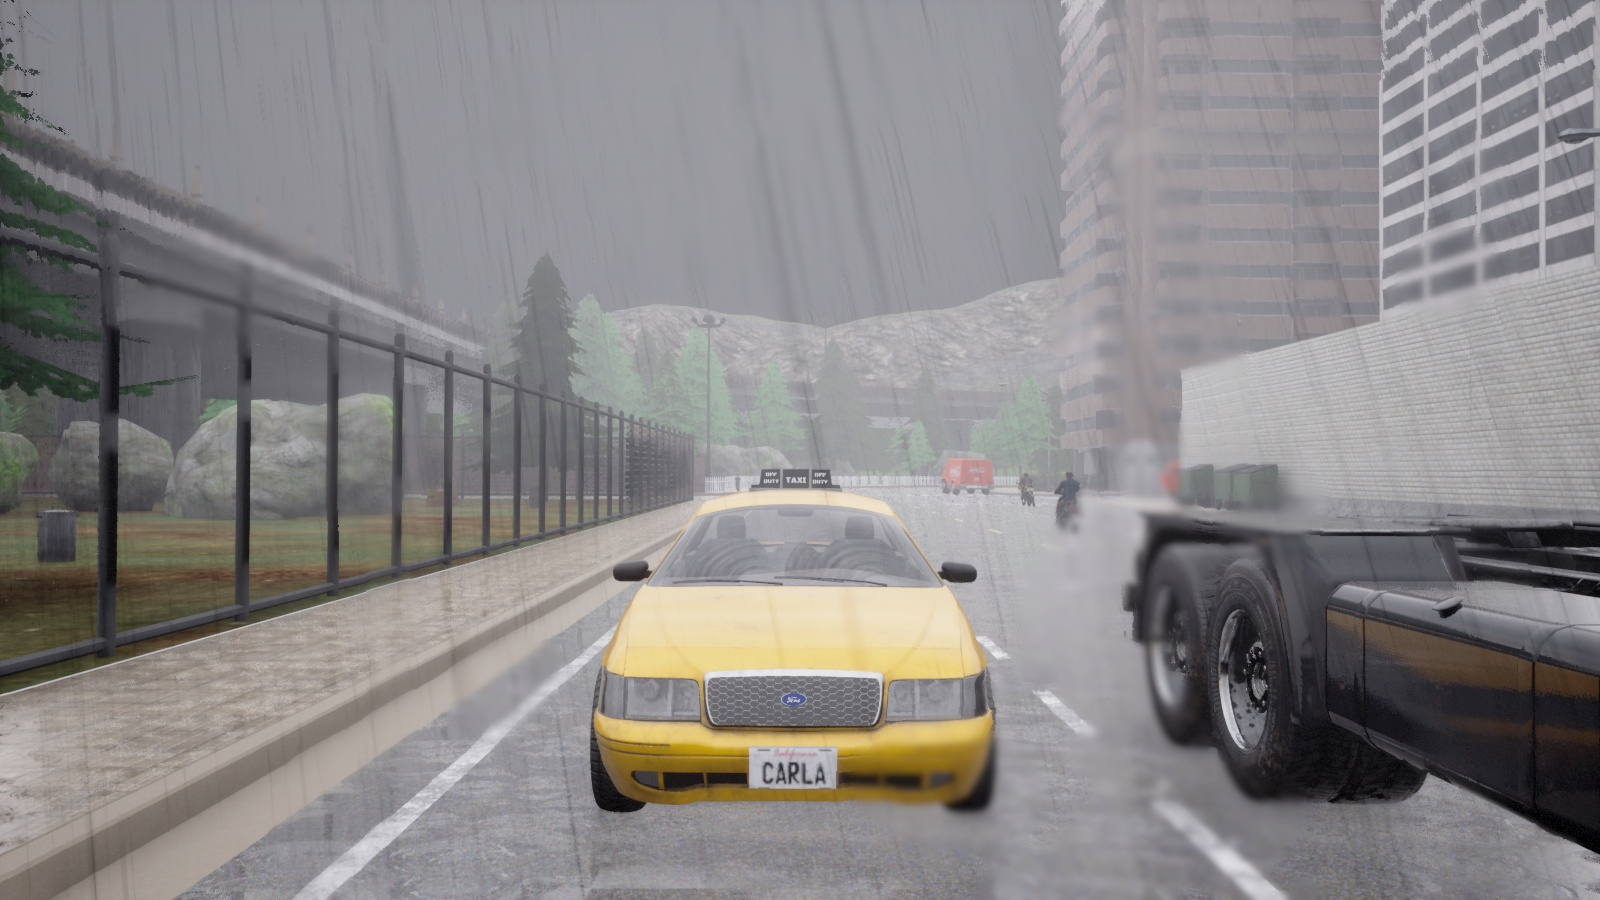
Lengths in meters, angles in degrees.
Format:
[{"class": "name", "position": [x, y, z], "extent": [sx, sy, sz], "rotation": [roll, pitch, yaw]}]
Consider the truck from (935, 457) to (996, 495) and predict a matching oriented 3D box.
[{"class": "truck", "position": [11.348, 1.749, 86.643], "extent": [2.627, 2.467, 5.204], "rotation": [0, 0, -11]}]

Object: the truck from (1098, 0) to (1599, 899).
[{"class": "truck", "position": [3.483, -0.105, 4.529], "extent": [2.891, 3.462, 7.936], "rotation": [0, -1, 0]}]

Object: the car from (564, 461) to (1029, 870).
[{"class": "car", "position": [-0.022, 0.880, 7.560], "extent": [1.801, 1.575, 5.366], "rotation": [0, -1, 0]}]

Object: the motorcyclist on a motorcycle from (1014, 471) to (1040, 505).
[{"class": "motorcyclist on a motorcycle", "position": [10.336, 1.714, 57.208], "extent": [0.797, 1.523, 2.044], "rotation": [0, -1, 0]}]

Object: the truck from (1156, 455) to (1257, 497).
[{"class": "truck", "position": [24.397, 1.556, 75.578], "extent": [5.204, 2.467, 2.627], "rotation": [0, -1, 0]}]

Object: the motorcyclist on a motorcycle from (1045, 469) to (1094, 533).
[{"class": "motorcyclist on a motorcycle", "position": [6.907, 1.281, 32.256], "extent": [0.866, 1.590, 1.817], "rotation": [0, -1, 0]}]
